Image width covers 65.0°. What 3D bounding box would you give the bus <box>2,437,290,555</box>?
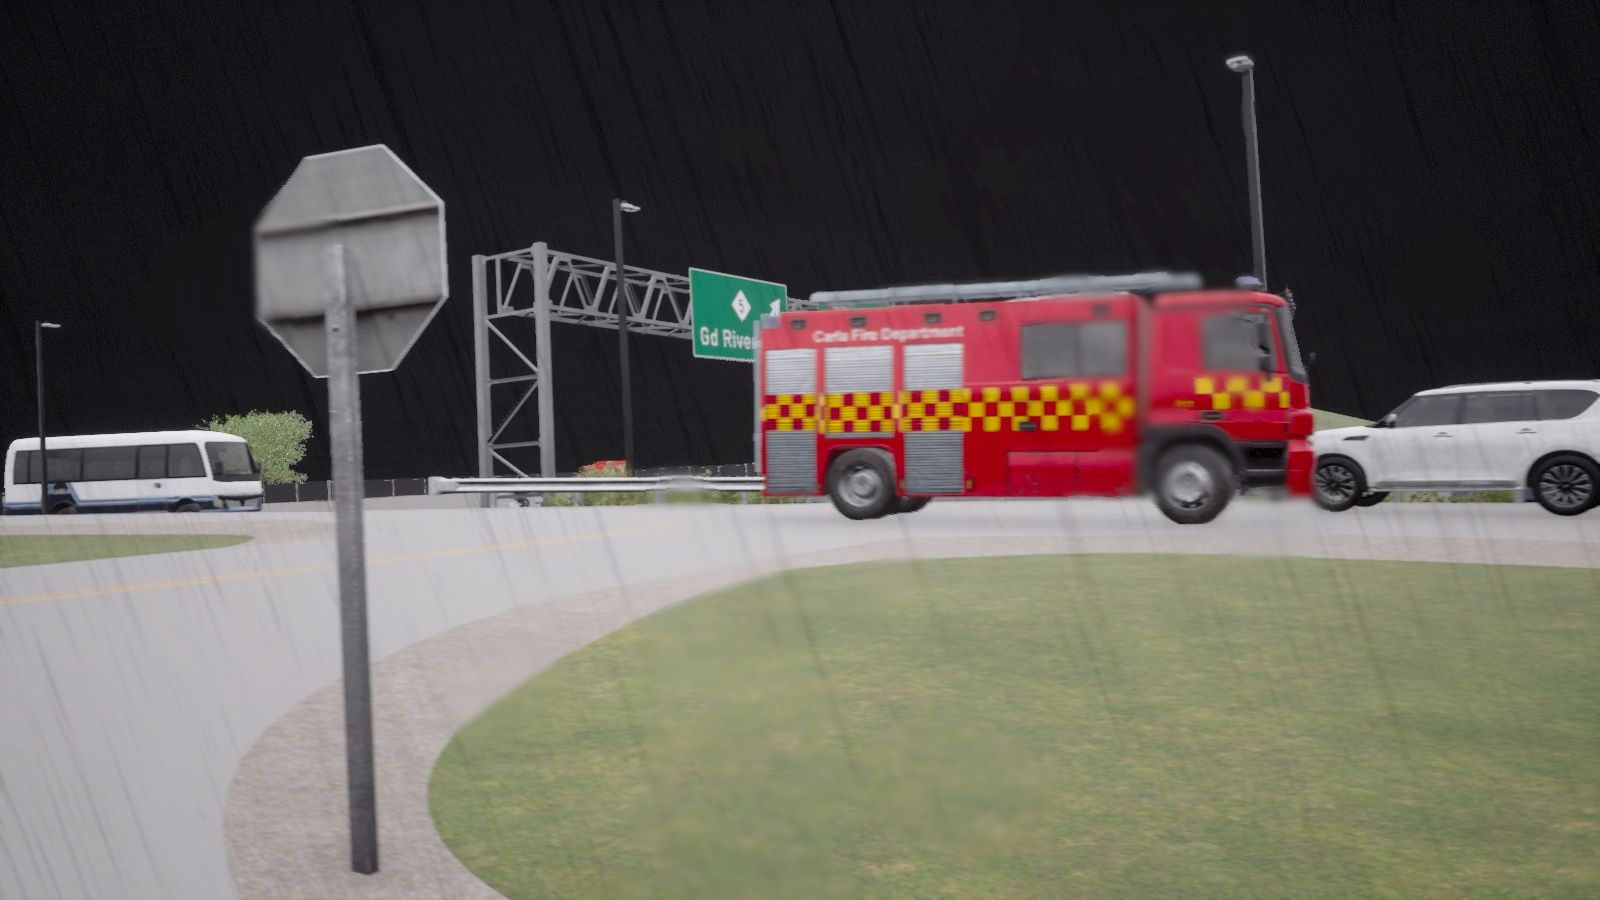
[{"bbox_3d":[-27.179,1.899,52.421,10.273,4.253,3.944,-3,-1,11],"label":"bus"}]

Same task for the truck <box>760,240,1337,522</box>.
[{"bbox_3d":[3.886,-0.883,20.119,8.468,3.827,2.891,-2,0,21],"label":"truck"}]

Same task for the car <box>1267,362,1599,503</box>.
[{"bbox_3d":[10.760,-0.227,20.321,5.566,2.045,2.150,-2,0,38],"label":"car"}]

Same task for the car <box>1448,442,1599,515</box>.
[{"bbox_3d":[16.931,0.612,27.988,4.193,1.474,1.816,-4,-1,33],"label":"car"}]
